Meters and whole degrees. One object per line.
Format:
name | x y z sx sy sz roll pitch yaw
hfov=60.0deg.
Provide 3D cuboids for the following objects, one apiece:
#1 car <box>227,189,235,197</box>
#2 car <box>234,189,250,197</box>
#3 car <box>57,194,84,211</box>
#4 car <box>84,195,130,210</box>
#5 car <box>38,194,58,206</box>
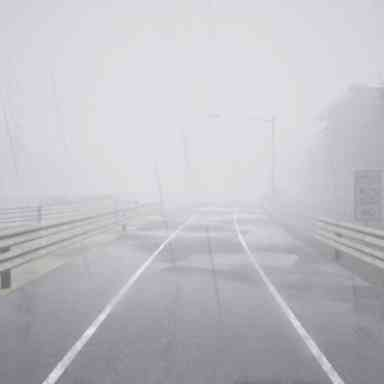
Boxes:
car | 9.866 0.495 81.084 1.812 1.442 4.674 0 1 25
car | 12.181 0.537 77.781 2.128 1.511 4.902 0 1 25
car | -11.489 1.160 35.647 1.882 1.535 5.008 0 1 25
car | -8.341 1.058 34.117 2.097 1.767 4.553 0 1 25
car | -14.676 1.009 37.093 2.097 1.767 4.553 0 1 25
